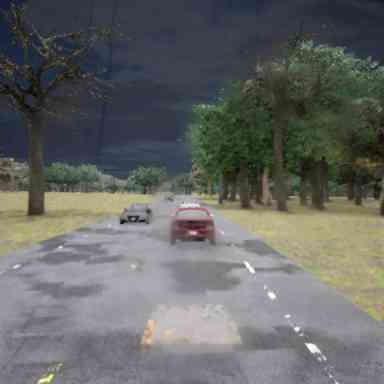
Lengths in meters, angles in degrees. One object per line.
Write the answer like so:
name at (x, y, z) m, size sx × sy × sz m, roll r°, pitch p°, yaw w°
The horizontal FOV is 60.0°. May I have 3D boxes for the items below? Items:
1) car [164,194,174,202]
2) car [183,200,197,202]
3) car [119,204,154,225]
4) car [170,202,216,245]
car at (-4.544, 1.169, 64.965) m, size 2.033 × 1.411 × 5.357 m, roll 0°, pitch 1°, yaw -1°
car at (-0.228, 1.466, 34.558) m, size 1.895 × 1.301 × 4.718 m, roll 0°, pitch 0°, yaw -1°
car at (-3.749, 1.505, 23.138) m, size 1.994 × 1.385 × 4.181 m, roll 0°, pitch 0°, yaw -1°
car at (0.021, 1.455, 15.522) m, size 1.882 × 1.535 × 5.008 m, roll 0°, pitch 0°, yaw 0°
